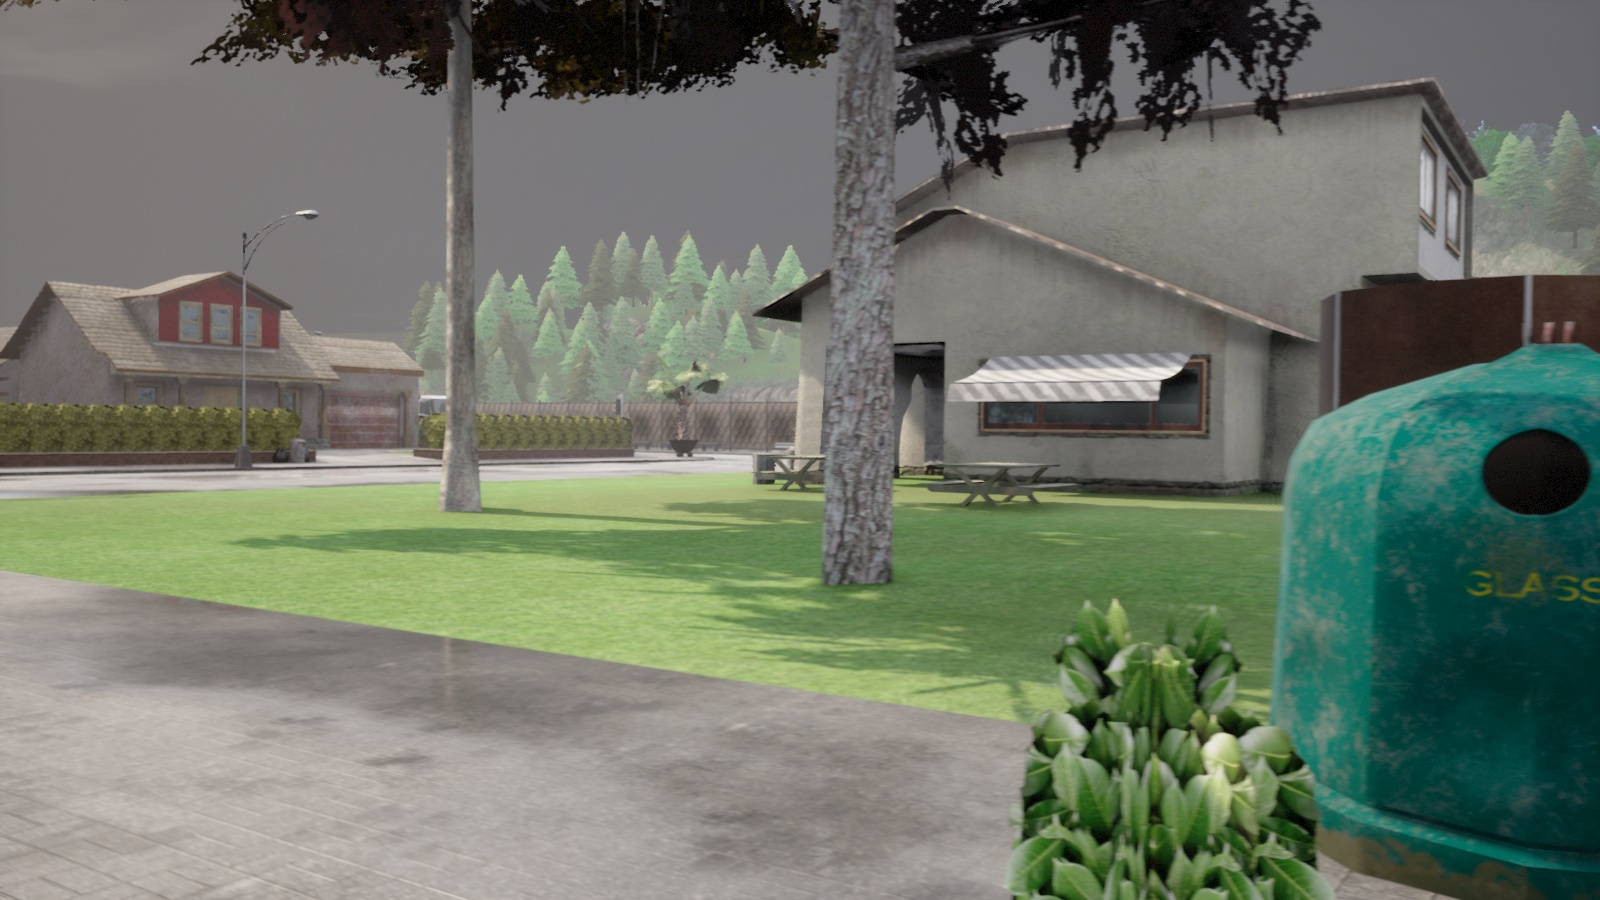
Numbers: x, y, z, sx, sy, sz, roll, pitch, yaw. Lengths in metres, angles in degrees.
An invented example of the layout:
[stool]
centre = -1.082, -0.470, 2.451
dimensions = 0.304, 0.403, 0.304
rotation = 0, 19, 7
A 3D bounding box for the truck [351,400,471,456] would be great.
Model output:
[truck]
centre = -24.874, -1.388, 80.182
dimensions = 7.936, 3.462, 2.891
rotation = 0, 1, 33
